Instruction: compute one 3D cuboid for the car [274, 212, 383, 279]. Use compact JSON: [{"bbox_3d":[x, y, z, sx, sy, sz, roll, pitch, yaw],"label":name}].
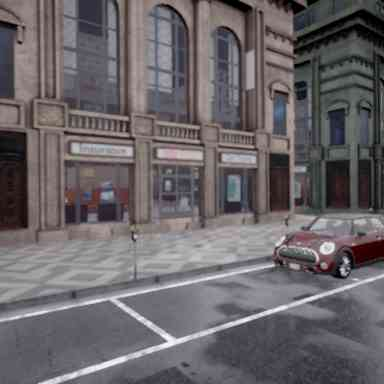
[{"bbox_3d":[4.258,1.371,9.702,4.097,1.590,1.967,-1,0,-36],"label":"car"}]
